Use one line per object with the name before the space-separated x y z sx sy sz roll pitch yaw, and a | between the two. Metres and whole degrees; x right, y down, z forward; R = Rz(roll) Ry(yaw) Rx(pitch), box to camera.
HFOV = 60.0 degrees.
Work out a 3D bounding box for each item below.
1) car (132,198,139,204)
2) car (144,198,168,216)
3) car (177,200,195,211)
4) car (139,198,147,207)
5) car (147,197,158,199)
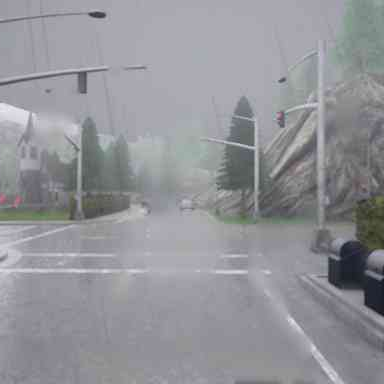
car | -11.002 1.915 71.326 1.882 1.535 5.008 0 0 -40
car | -3.762 1.728 36.290 1.837 1.490 4.892 0 0 -2
car | -0.869 1.810 46.372 1.812 1.442 4.674 0 0 -9
car | -7.190 1.850 56.251 1.837 1.490 4.892 0 0 -21
car | -4.700 1.637 46.409 2.097 1.767 4.553 0 0 -11
